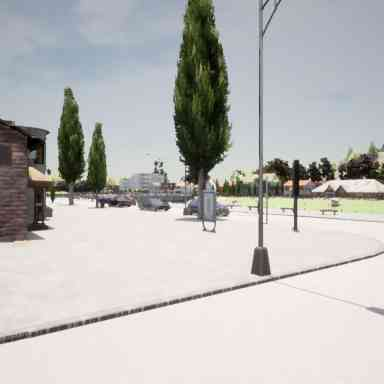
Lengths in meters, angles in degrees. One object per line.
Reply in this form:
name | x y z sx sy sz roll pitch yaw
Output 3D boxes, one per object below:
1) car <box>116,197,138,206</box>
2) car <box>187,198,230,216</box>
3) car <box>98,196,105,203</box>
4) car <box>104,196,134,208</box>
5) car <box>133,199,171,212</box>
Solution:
car | -10.939 1.526 55.782 1.812 1.442 4.674 0 0 -36
car | 1.482 1.352 31.287 2.097 1.767 4.553 0 0 -36
car | -16.894 1.478 64.074 1.882 1.535 5.008 0 0 -36
car | -10.472 1.478 47.992 1.882 1.535 5.008 0 0 -35
car | -4.627 1.547 39.799 2.033 1.411 5.357 0 0 -36
